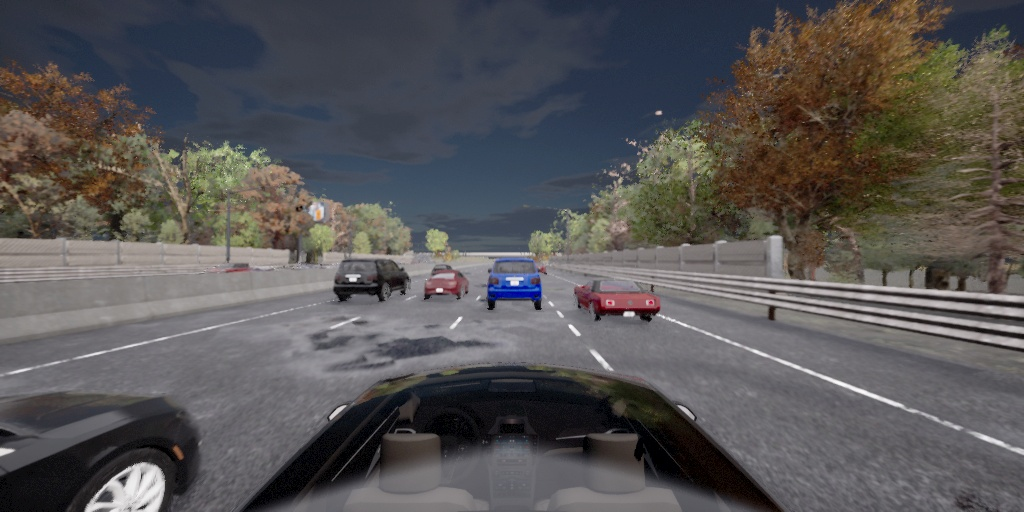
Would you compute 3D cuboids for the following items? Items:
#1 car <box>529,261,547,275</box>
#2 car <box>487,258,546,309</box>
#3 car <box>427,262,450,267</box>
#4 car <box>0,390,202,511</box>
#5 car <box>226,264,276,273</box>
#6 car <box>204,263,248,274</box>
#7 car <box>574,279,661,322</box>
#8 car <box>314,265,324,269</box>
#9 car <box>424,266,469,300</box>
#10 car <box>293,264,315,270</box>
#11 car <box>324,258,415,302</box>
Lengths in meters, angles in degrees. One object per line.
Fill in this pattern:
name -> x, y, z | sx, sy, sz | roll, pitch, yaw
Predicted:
car -> 3.506, 1.611, 49.488 | 2.097, 1.767, 4.553 | 0, -1, 0
car -> 0.101, 1.122, 15.913 | 2.150, 2.045, 5.566 | 0, -1, 0
car -> -6.896, 1.626, 36.191 | 1.837, 1.490, 4.892 | 0, -1, 0
car -> -3.400, 1.245, 0.850 | 1.837, 1.490, 4.892 | 0, -1, 0
car -> -24.591, 1.705, 34.672 | 1.895, 1.301, 4.718 | 0, -1, 0
car -> -28.085, 1.468, 35.729 | 2.097, 1.767, 4.553 | 0, -1, 0
car -> 3.498, 1.461, 12.928 | 1.895, 1.301, 4.718 | 0, -1, 0
car -> -17.588, 1.602, 36.487 | 1.882, 1.535, 5.008 | 0, -1, 0
car -> -3.397, 1.461, 19.102 | 1.812, 1.442, 4.674 | 0, -1, 0
car -> -21.085, 1.623, 37.142 | 2.128, 1.511, 4.902 | 0, -1, 0
car -> -6.898, 1.147, 18.230 | 2.150, 2.045, 5.566 | 0, -1, 0
